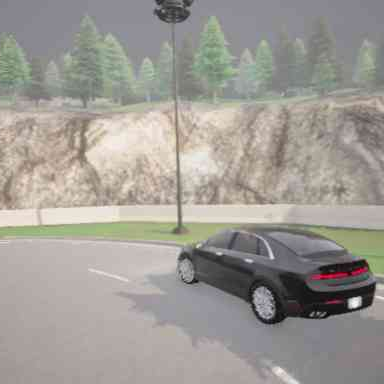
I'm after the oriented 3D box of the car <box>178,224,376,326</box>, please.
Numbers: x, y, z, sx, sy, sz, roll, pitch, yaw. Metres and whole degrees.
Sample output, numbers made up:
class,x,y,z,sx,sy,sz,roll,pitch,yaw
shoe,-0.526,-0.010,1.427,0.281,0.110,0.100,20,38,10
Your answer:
class,x,y,z,sx,sy,sz,roll,pitch,yaw
car,1.343,1.464,7.187,1.837,1.490,4.892,0,-1,-28
